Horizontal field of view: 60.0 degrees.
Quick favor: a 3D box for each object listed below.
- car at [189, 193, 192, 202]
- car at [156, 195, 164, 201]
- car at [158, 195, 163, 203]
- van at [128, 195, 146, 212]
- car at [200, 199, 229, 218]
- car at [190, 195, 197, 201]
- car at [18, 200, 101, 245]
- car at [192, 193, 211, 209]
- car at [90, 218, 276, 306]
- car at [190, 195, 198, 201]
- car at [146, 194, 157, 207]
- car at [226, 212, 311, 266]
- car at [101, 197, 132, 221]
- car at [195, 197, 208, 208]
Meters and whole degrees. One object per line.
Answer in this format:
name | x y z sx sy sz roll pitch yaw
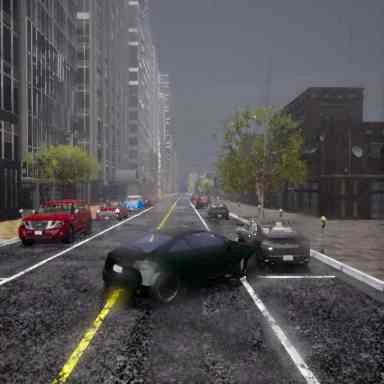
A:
car | 0.783 1.291 72.046 2.192 1.841 5.009 -1 0 -2
car | -7.883 1.497 82.729 1.752 1.417 4.829 -1 0 -2
car | -7.443 1.522 66.300 1.887 1.381 4.507 -1 0 -2
van | -6.706 1.329 38.636 1.690 1.788 3.998 -1 0 -2
car | 2.002 1.543 27.051 2.008 1.369 4.403 -1 0 -2
car | 0.343 1.551 88.643 1.802 1.307 4.206 -1 0 -2
car | -6.197 1.310 15.775 2.192 1.841 5.009 -1 0 -2
car | 1.523 1.301 44.383 2.192 1.841 5.009 -1 0 -2
car | -0.044 1.557 8.203 4.181 1.385 1.994 0 0 -42
car | 0.491 1.537 83.111 1.947 1.339 4.313 -1 0 -2
car | -7.002 1.299 49.701 2.192 1.841 5.009 -1 0 -2
car | 2.544 1.548 11.192 2.008 1.369 4.403 -1 0 -2
car | -6.401 1.432 26.843 1.967 1.590 4.097 -1 0 -2
car | 1.374 1.509 50.086 1.752 1.417 4.829 -1 0 -2
